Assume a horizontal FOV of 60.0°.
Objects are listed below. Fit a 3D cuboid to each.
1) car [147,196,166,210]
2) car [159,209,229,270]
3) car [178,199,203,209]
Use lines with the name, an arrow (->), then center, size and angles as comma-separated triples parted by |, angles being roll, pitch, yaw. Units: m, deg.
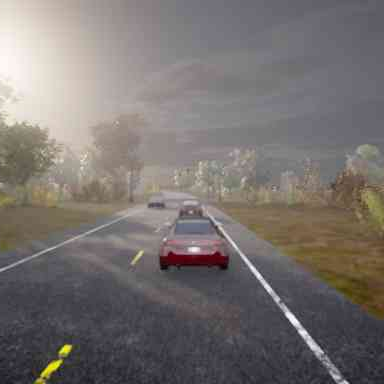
car -> -3.977, 1.146, 38.146 | 1.882, 1.535, 5.008 | 0, 0, -1
car -> 0.051, 1.469, 10.755 | 1.994, 1.385, 4.181 | 0, 1, 0
car -> -0.105, 1.292, 26.788 | 1.812, 1.442, 4.674 | 0, 0, -1
